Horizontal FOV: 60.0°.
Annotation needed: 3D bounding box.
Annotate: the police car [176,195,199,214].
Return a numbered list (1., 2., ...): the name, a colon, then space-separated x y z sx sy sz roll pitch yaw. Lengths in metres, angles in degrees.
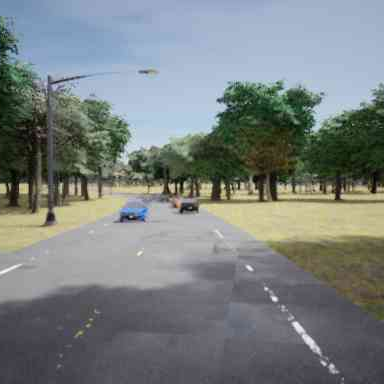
1. police car: -0.384 1.351 35.196 1.930 1.638 5.238 0 0 -5

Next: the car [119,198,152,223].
1. car: -4.373 1.459 25.672 1.882 1.535 5.008 0 0 -3

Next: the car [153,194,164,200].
1. car: -8.635 1.189 84.848 2.033 1.411 5.357 -1 1 -12

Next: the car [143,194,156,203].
1. car: -8.729 1.321 65.800 2.128 1.511 4.902 -1 0 -9

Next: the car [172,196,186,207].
1. car: -2.032 1.397 51.112 1.812 1.442 4.674 -1 0 -7

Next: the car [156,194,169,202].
1. car: -5.898 1.329 70.172 2.033 1.411 5.357 -1 0 -10

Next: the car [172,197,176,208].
1. car: -1.337 1.246 45.080 2.097 1.767 4.553 0 0 -6
